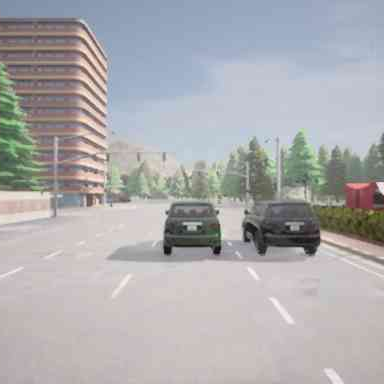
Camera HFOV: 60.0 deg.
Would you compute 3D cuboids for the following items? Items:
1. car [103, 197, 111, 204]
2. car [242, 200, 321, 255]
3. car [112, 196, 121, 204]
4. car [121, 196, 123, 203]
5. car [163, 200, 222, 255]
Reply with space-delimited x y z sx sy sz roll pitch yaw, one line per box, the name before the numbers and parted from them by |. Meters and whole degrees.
car | -23.314 2.139 83.801 4.553 1.767 2.097 0 -1 34
car | 3.509 1.348 14.017 2.150 2.045 5.566 0 0 0
car | -22.019 2.355 87.111 5.357 1.411 2.033 0 -1 34
car | -22.046 2.206 91.168 4.553 1.767 2.097 0 -1 27
car | 0.009 1.349 14.027 2.150 2.045 5.566 0 0 0
